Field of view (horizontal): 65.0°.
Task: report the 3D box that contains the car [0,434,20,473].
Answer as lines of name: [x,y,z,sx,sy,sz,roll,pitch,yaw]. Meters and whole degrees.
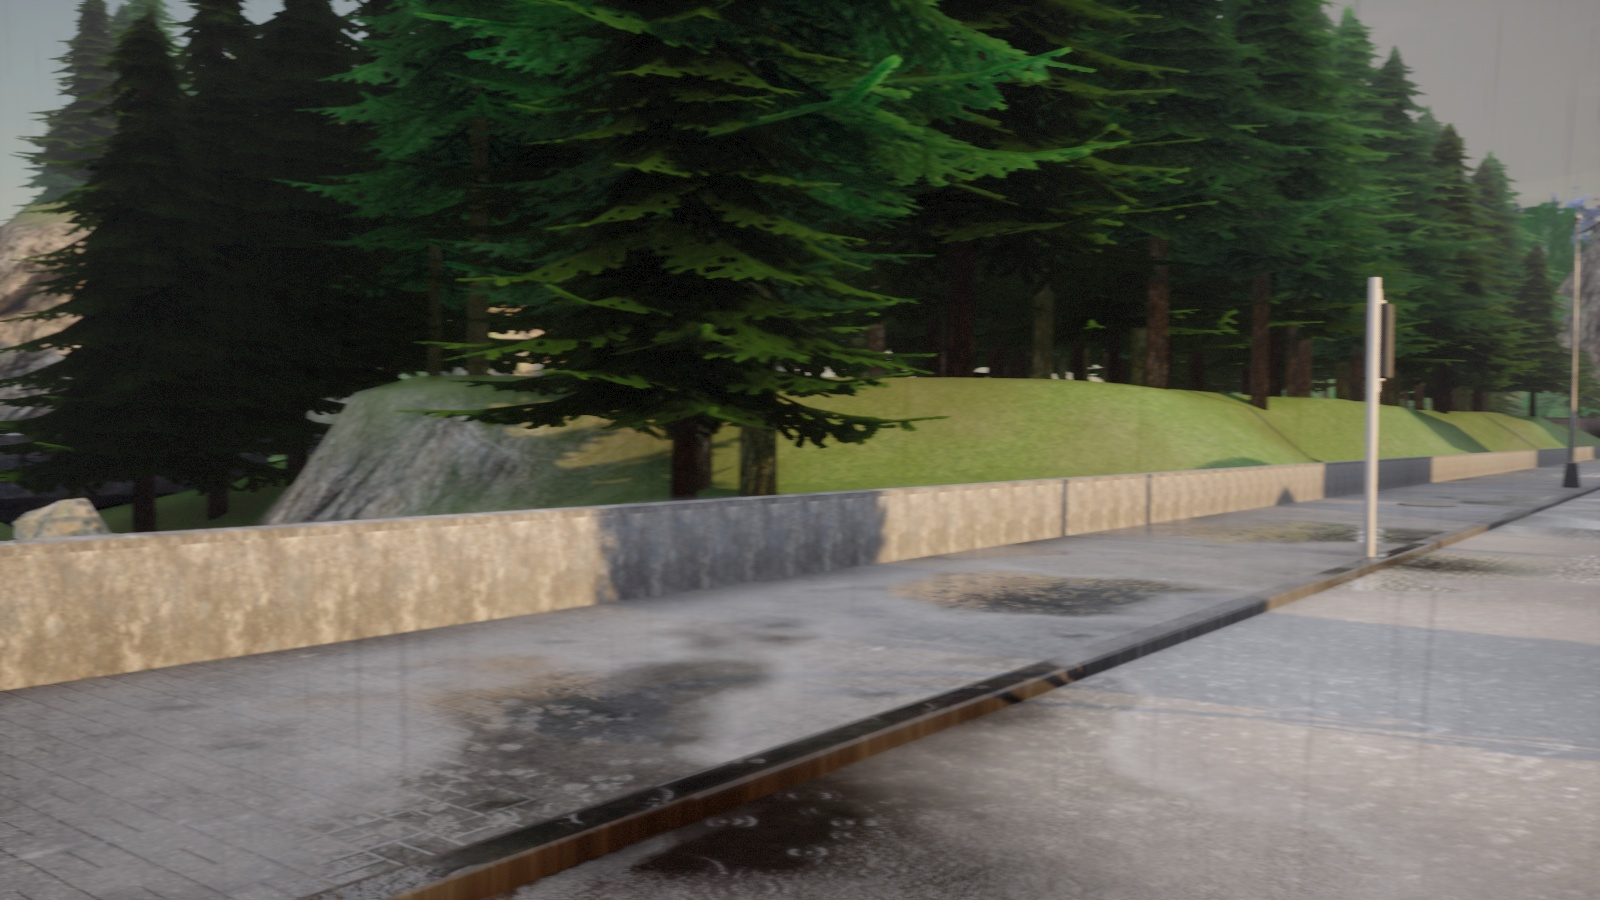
car: [-32.179,0.168,47.964,1.845,1.501,3.633,0,1,37]
